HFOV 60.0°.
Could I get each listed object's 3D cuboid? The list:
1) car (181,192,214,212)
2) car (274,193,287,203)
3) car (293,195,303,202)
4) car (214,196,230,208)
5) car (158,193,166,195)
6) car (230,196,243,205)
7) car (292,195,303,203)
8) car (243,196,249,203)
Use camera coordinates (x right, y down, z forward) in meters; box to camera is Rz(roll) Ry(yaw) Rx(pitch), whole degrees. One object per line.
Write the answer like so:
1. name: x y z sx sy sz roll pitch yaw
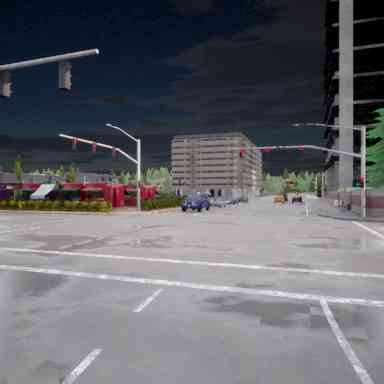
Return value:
1. car: 0.554 1.221 39.292 2.150 2.045 5.566 0 0 19
2. car: 18.161 1.478 68.999 1.882 1.535 5.008 0 0 19
3. car: 24.658 1.525 77.345 2.128 1.511 4.902 0 0 19
4. car: 3.693 1.601 48.537 1.895 1.301 4.718 0 0 19
5. car: -8.052 1.209 81.411 4.605 1.855 1.932 0 0 19
6. car: 6.807 1.491 57.658 2.128 1.511 4.902 0 0 19
7. car: 21.376 1.478 67.598 1.882 1.535 5.008 0 0 19
8. car: 10.270 1.547 67.649 2.033 1.411 5.357 0 0 19
